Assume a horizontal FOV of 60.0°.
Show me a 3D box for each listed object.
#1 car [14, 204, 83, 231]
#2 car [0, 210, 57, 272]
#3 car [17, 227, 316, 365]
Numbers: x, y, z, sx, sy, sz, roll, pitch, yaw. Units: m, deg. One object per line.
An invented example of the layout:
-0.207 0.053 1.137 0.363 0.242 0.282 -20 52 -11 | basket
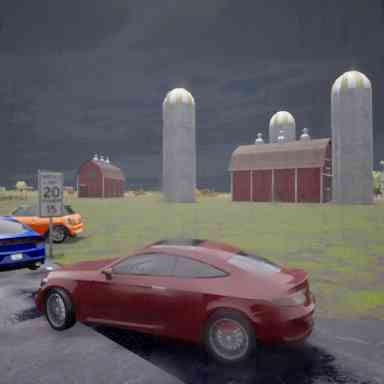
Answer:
-7.592 1.371 15.664 4.553 1.767 2.097 0 0 -2 | car
-6.225 1.481 10.034 5.008 1.535 1.882 0 0 43 | car
-0.401 1.530 5.610 4.674 1.442 1.812 0 0 21 | car
